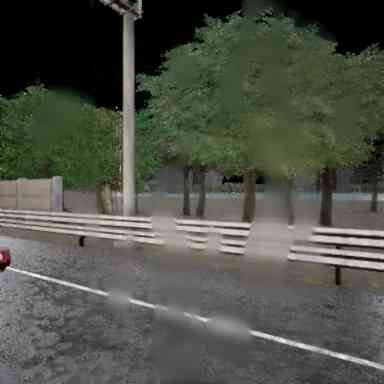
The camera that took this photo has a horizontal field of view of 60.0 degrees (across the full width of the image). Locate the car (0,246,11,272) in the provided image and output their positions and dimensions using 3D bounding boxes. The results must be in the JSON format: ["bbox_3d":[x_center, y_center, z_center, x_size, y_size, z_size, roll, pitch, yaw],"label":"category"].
[{"bbox_3d":[-6.929,1.637,8.951,4.718,1.301,1.895,0,0,36],"label":"car"}]
